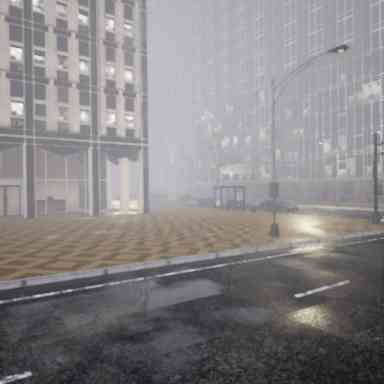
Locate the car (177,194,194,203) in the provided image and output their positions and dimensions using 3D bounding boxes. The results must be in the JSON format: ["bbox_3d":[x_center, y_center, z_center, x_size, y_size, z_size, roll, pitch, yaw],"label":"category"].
[{"bbox_3d":[-0.820,1.045,58.196,2.128,1.511,4.902,-1,1,-34],"label":"car"}]

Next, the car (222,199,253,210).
[{"bbox_3d":[5.551,1.407,38.439,1.802,1.307,4.206,0,1,-34],"label":"car"}]

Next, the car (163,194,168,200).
[{"bbox_3d":[-7.374,0.949,67.779,1.837,1.490,4.892,-1,1,-34],"label":"car"}]

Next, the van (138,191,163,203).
[{"bbox_3d":[-7.188,0.957,57.264,1.690,1.788,3.998,0,1,-34],"label":"van"}]

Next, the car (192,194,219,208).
[{"bbox_3d":[2.391,1.339,43.163,1.947,1.339,4.313,0,1,-34],"label":"car"}]

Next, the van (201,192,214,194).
[{"bbox_3d":[2.937,0.880,57.301,1.690,1.788,3.998,0,1,-34],"label":"van"}]

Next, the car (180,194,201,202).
[{"bbox_3d":[-0.271,1.069,61.995,1.802,1.307,4.206,0,1,-34],"label":"car"}]

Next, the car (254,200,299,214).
[{"bbox_3d":[8.745,1.443,33.736,1.947,1.339,4.313,0,1,-34],"label":"car"}]

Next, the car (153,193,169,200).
[{"bbox_3d":[-6.687,0.962,71.379,1.802,1.307,4.206,0,1,-34],"label":"car"}]

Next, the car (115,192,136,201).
[{"bbox_3d":[-13.605,1.060,66.649,2.008,1.369,4.403,0,1,-34],"label":"car"}]

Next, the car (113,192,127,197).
[{"bbox_3d":[-19.520,0.715,90.144,2.008,1.369,4.403,0,1,-34],"label":"car"}]
